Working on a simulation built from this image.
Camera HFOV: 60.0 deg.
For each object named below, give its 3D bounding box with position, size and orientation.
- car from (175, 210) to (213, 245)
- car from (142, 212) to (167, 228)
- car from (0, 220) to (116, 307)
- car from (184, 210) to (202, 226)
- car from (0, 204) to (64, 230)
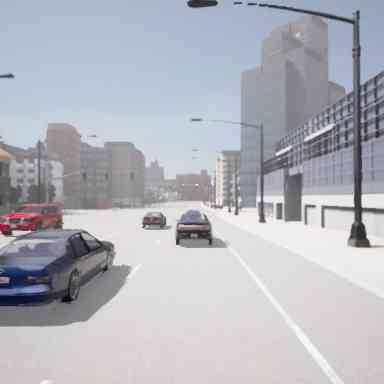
[{"bbox_3d":[0.105,1.897,17.852,2.128,1.511,4.902,0,-2,0],"label":"car"},{"bbox_3d":[-3.390,2.510,30.438,2.033,1.411,5.357,0,-3,0],"label":"car"},{"bbox_3d":[-3.397,1.677,8.454,2.033,1.411,5.357,0,-1,0],"label":"car"},{"bbox_3d":[0.111,2.670,35.126,1.837,1.490,4.892,0,-3,0],"label":"car"},{"bbox_3d":[-10.591,1.815,22.514,2.150,2.045,5.566,0,-3,0],"label":"car"}]
